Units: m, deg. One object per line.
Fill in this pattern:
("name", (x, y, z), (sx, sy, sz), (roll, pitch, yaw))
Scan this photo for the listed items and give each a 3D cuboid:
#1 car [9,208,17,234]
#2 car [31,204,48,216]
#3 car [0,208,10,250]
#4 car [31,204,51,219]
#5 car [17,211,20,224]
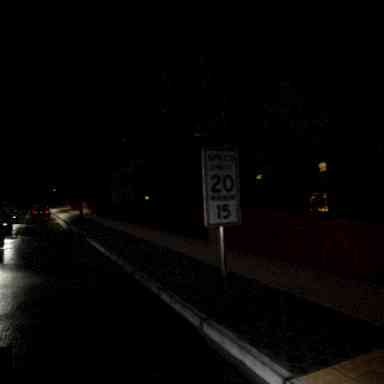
("car", (-12.901, 2.016, 21.937), (1.812, 1.442, 4.674), (-2, 0, -25))
("car", (-21.340, 2.410, 46.521), (2.033, 1.411, 5.357), (-2, 0, -25))
("car", (-8.934, 1.684, 13.555), (2.097, 1.767, 4.553), (-2, 0, -25))
("car", (-16.850, 2.217, 37.094), (2.033, 1.411, 5.357), (-2, 0, -26))
("car", (-17.338, 2.219, 31.332), (2.033, 1.411, 5.357), (-2, 0, -25))
